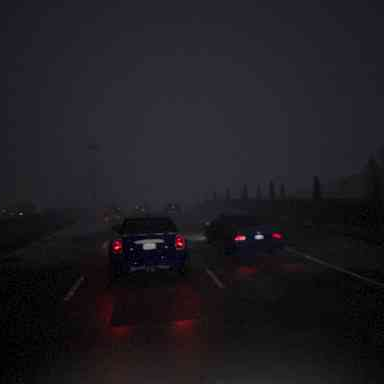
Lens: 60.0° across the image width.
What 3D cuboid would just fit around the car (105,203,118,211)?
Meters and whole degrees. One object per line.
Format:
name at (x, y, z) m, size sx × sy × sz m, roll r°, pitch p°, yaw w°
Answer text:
car at (-9.555, 2.121, 40.787) m, size 1.812 × 1.442 × 4.674 m, roll -2°, pitch -3°, yaw -9°

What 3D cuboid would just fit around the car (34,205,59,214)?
car at (-16.455, 2.370, 38.888) m, size 1.994 × 1.385 × 4.181 m, roll -2°, pitch -2°, yaw -8°

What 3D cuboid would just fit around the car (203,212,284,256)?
car at (1.756, 1.498, 13.042) m, size 2.033 × 1.411 × 5.357 m, roll -2°, pitch 0°, yaw -9°

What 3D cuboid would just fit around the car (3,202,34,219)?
car at (-20.003, 2.161, 38.932) m, size 2.150 × 2.045 × 5.566 m, roll -2°, pitch -2°, yaw -9°

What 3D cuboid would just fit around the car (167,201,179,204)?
car at (-2.509, 1.871, 40.983) m, size 1.994 × 1.385 × 4.181 m, roll -2°, pitch -2°, yaw -9°

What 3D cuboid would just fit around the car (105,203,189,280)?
car at (-1.404, 1.411, 10.525) m, size 2.097 × 1.767 × 4.553 m, roll -2°, pitch 0°, yaw -9°
